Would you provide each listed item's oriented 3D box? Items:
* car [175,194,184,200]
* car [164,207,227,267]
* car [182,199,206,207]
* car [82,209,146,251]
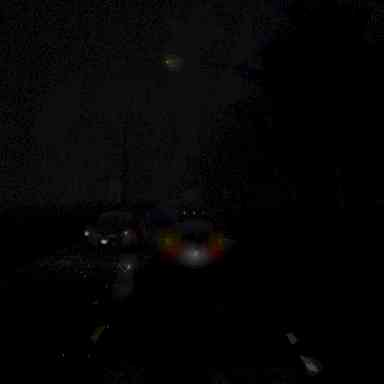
[{"bbox_3d":[-2.738,1.085,75.629,2.033,1.411,5.357,0,1,0],"label":"car"},{"bbox_3d":[0.114,1.464,11.093,1.812,1.442,4.674,0,0,1],"label":"car"},{"bbox_3d":[0.155,1.463,25.284,1.895,1.301,4.718,0,0,1],"label":"car"},{"bbox_3d":[-3.044,1.449,13.868,1.812,1.442,4.674,0,0,0],"label":"car"}]
